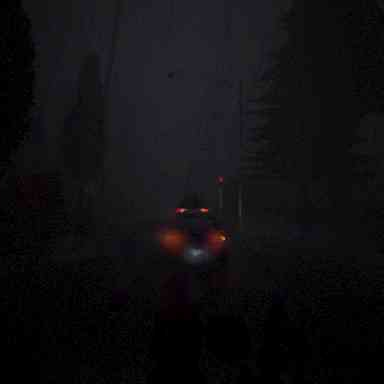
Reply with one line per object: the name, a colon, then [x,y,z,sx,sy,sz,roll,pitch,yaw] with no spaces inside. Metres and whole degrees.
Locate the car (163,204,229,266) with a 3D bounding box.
car: [0.105,1.335,10.713,1.812,1.442,4.674,0,1,0]

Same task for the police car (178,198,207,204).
police car: [0.038,1.137,20.737,2.038,1.542,4.974,0,1,0]
